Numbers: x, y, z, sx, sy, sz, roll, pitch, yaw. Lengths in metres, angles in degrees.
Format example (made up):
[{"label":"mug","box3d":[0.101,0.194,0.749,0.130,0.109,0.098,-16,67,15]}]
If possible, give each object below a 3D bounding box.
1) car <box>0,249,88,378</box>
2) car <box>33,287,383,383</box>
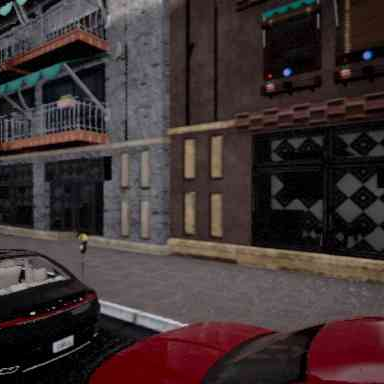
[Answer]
[{"label":"car","box3d":[-3.305,1.590,5.232,4.403,1.369,2.008,0,0,36]},{"label":"car","box3d":[1.187,1.545,2.018,4.507,1.381,1.887,0,0,36]}]
